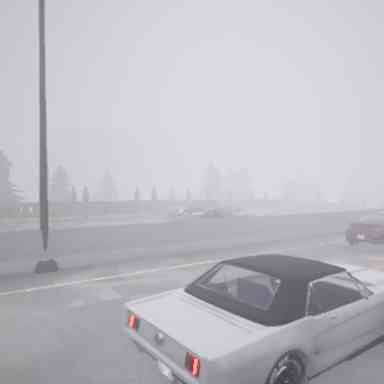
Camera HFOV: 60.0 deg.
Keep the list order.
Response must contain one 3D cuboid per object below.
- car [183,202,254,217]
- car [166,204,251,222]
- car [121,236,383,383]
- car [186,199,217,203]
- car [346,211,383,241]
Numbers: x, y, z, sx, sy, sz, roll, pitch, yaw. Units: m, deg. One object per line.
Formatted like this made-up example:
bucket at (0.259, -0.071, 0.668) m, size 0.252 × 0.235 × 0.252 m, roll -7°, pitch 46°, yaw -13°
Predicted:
car at (1.918, 1.600, 22.564) m, size 4.718 × 1.301 × 1.895 m, roll 0°, pitch 0°, yaw -36°
car at (0.737, 1.564, 17.420) m, size 4.181 × 1.385 × 1.994 m, roll 0°, pitch 0°, yaw -36°
car at (1.525, 1.601, 4.838) m, size 4.718 × 1.301 × 1.895 m, roll 0°, pitch 0°, yaw -35°
car at (0.271, 1.352, 25.686) m, size 4.553 × 1.767 × 2.097 m, roll 0°, pitch 0°, yaw -35°
car at (8.283, 1.524, 13.960) m, size 4.674 × 1.442 × 1.812 m, roll 0°, pitch 0°, yaw -36°
